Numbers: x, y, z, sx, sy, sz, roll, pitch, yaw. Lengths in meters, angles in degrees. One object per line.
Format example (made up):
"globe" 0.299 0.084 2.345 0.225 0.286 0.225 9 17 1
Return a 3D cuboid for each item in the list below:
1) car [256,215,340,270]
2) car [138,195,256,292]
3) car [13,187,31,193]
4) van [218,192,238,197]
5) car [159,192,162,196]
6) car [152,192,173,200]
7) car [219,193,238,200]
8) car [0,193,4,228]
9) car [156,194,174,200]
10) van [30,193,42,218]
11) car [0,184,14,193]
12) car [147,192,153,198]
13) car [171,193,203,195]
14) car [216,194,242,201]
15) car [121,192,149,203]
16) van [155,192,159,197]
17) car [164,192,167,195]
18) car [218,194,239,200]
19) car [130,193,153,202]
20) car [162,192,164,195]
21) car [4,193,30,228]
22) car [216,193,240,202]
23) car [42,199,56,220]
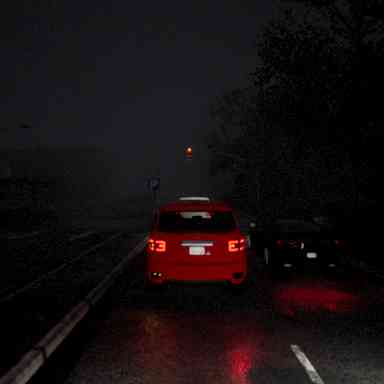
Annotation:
"car" 3.097 1.489 11.088 1.882 1.535 5.008 0 0 0
"car" 0.092 1.230 9.087 2.150 2.045 5.566 0 0 0
"car" -28.242 0.136 55.902 2.002 1.452 4.674 6 -3 -19
"van" 7.190 1.041 67.678 4.442 1.987 1.878 1 0 -14
"car" -10.119 1.320 77.014 4.892 1.521 2.231 -1 0 -14
"car" -8.129 1.062 92.002 5.566 2.045 2.435 -1 0 -12
"car" 9.340 1.127 85.350 4.553 1.767 2.185 1 0 -12
"car" -13.816 1.263 18.197 5.566 2.045 2.435 -1 0 -20
"car" -7.712 1.313 94.982 5.008 1.535 2.097 -1 0 -12
"van" -13.635 1.297 24.270 4.442 1.987 1.878 -1 0 -20
"car" -31.236 -0.426 55.959 2.435 2.045 5.566 6 -3 -19
"car" -10.893 1.314 68.050 5.366 1.575 1.946 -1 0 -15
"car" 0.127 1.246 19.445 2.150 2.045 5.566 0 0 0
"car" 8.102 1.262 73.642 5.366 1.575 1.946 1 0 -13
"car" -11.534 1.357 65.057 4.792 1.488 2.163 -1 0 -15
"van" -10.342 1.091 74.043 4.442 1.987 1.878 -1 0 -14
"car" -9.382 1.357 83.012 4.674 1.452 2.002 -1 0 -13
"car" 8.977 1.295 82.420 4.674 1.452 2.002 1 0 -12
"car" -10.804 1.194 71.002 4.553 1.767 2.185 -1 0 -14
"car" -9.750 1.357 80.010 4.674 1.452 2.002 -1 0 -13
"car" -13.747 1.268 21.234 5.566 2.045 2.435 -1 0 -20
"car" 7.570 1.140 70.648 4.553 1.767 2.185 1 0 -14
"car" -13.664 1.404 27.248 4.553 1.767 2.185 -1 0 -19
